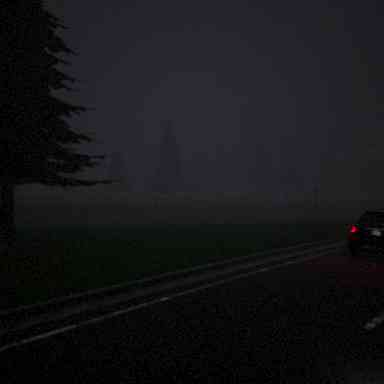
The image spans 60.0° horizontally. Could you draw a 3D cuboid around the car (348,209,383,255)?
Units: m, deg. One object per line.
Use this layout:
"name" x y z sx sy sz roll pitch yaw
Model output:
"car" 7.812 1.431 12.651 4.553 1.767 2.097 1 0 -42
